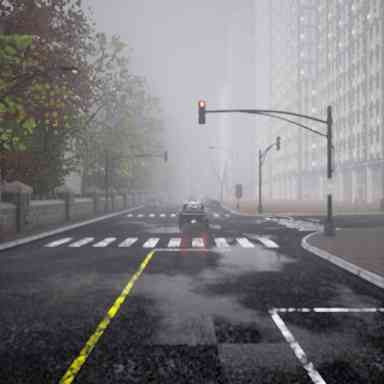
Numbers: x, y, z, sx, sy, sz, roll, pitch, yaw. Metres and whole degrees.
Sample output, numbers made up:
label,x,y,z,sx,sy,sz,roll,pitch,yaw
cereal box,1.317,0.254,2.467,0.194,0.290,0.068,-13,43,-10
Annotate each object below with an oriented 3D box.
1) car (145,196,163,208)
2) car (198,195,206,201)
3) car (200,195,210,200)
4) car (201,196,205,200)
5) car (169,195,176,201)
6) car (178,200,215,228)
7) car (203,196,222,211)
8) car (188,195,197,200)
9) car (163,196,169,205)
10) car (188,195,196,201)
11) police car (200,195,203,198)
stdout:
label,x,y,z,sx,sy,sz,roll,pitch,yaw
car,-5.631,1.607,47.480,1.802,1.307,4.206,0,0,0
car,2.804,1.640,92.528,2.008,1.369,4.403,0,0,0
car,2.756,1.596,53.102,1.947,1.339,4.313,0,0,0
car,2.749,1.591,47.470,1.947,1.339,4.313,0,0,0
car,-5.584,1.624,86.906,1.887,1.381,4.507,0,0,0
car,0.116,1.498,21.868,2.128,1.511,4.902,0,0,0
car,2.742,1.586,41.837,1.947,1.339,4.313,0,0,0
car,0.085,1.545,69.960,1.837,1.490,4.892,0,0,0
car,-5.617,1.477,58.745,1.967,1.590,4.097,0,0,0
car,0.096,1.441,79.127,1.837,1.490,4.892,0,0,0
police car,3.220,1.477,70.258,1.930,1.638,5.238,0,0,0
